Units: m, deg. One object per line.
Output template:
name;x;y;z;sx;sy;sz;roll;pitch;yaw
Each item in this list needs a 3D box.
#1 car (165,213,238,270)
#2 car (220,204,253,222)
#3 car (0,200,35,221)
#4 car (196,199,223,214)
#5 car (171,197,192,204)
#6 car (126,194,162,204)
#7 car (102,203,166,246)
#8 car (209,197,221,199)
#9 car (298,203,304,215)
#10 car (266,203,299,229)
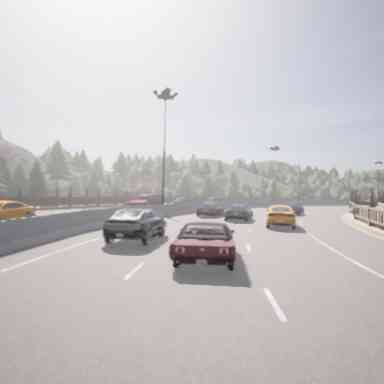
car;0.496;1.648;11.323;1.895;1.301;4.718;1;0;6
car;4.066;1.740;28.457;1.994;1.385;4.181;1;0;17
car;-12.279;1.303;21.363;1.882;1.535;5.008;1;0;11
car;1.875;1.717;32.948;1.994;1.385;4.181;1;0;19
car;-1.803;1.736;57.921;1.837;1.490;4.892;1;0;32
car;-4.965;1.258;35.282;2.150;2.045;5.566;1;0;20
car;-2.478;1.491;15.319;2.128;1.511;4.902;1;0;8
car;3.815;1.700;60.174;2.097;1.767;4.553;1;-1;34
car;11.872;1.919;38.865;1.994;1.385;4.181;1;0;25
car;6.264;1.678;23.509;1.882;1.535;5.008;1;0;15
